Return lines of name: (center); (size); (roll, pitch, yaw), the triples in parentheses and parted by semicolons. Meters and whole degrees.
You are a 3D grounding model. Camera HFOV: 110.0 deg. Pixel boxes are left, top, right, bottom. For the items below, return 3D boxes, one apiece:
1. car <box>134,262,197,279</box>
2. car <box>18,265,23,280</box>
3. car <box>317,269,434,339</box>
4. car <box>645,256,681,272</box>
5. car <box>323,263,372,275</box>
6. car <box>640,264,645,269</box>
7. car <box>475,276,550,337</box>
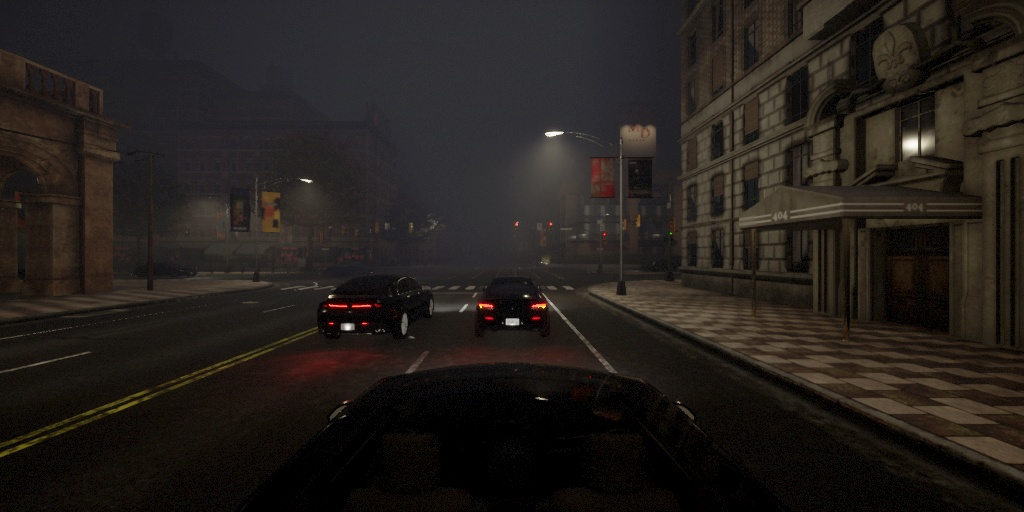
car: (-31.349, 1.275, 32.456); (4.674, 1.442, 1.812); (0, 0, 0)
car: (-48.240, 1.228, 32.400); (5.008, 1.535, 1.882); (0, 0, 0)
car: (-3.494, 1.255, 10.036); (1.837, 1.490, 4.892); (0, 0, 0)
car: (19.991, 0.971, 44.331); (5.566, 2.045, 2.150); (0, 0, 1)
car: (-14.730, 1.314, 32.519); (4.181, 1.385, 1.994); (0, 0, 0)
car: (19.999, 1.297, 47.848); (5.357, 1.411, 2.033); (0, 0, 0)
car: (0.007, 1.276, 10.156); (1.812, 1.442, 4.674); (0, 0, 0)
